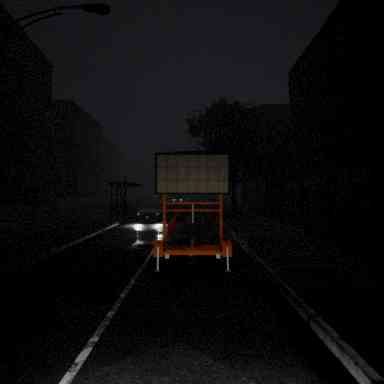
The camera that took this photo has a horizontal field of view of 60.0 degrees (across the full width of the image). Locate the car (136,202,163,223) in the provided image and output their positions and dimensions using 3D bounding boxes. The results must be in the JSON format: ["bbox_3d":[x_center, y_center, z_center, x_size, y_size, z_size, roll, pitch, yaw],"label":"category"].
[{"bbox_3d":[-3.143,1.508,25.660,1.812,1.442,4.674,0,0,0],"label":"car"}]

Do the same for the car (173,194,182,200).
[{"bbox_3d":[-3.308,0.925,77.095,1.882,1.535,5.008,0,1,0],"label":"car"}]

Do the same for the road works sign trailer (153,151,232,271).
[{"bbox_3d":[0.024,0.470,10.858,2.380,3.560,2.880,0,0,0],"label":"road works sign trailer"}]
